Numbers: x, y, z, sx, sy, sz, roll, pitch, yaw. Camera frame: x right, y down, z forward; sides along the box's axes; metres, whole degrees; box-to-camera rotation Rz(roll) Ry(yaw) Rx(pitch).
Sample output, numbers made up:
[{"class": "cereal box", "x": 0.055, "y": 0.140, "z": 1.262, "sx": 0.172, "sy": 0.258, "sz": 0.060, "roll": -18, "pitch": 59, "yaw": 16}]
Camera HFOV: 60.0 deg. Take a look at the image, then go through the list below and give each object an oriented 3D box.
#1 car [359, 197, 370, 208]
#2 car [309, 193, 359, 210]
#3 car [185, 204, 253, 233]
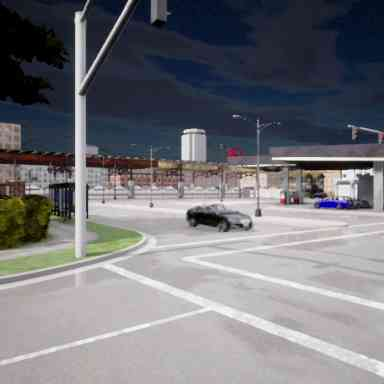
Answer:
[{"class": "car", "x": 21.435, "y": 1.442, "z": 44.407, "sx": 1.970, "sy": 1.475, "sz": 3.806, "roll": 0, "pitch": 0, "yaw": -35}, {"class": "car", "x": 17.171, "y": 1.283, "z": 40.481, "sx": 2.242, "sy": 1.667, "sz": 4.611, "roll": 0, "pitch": 0, "yaw": -35}, {"class": "car", "x": 1.495, "y": 1.465, "z": 19.809, "sx": 2.128, "sy": 1.511, "sz": 4.902, "roll": 0, "pitch": 1, "yaw": -35}]
